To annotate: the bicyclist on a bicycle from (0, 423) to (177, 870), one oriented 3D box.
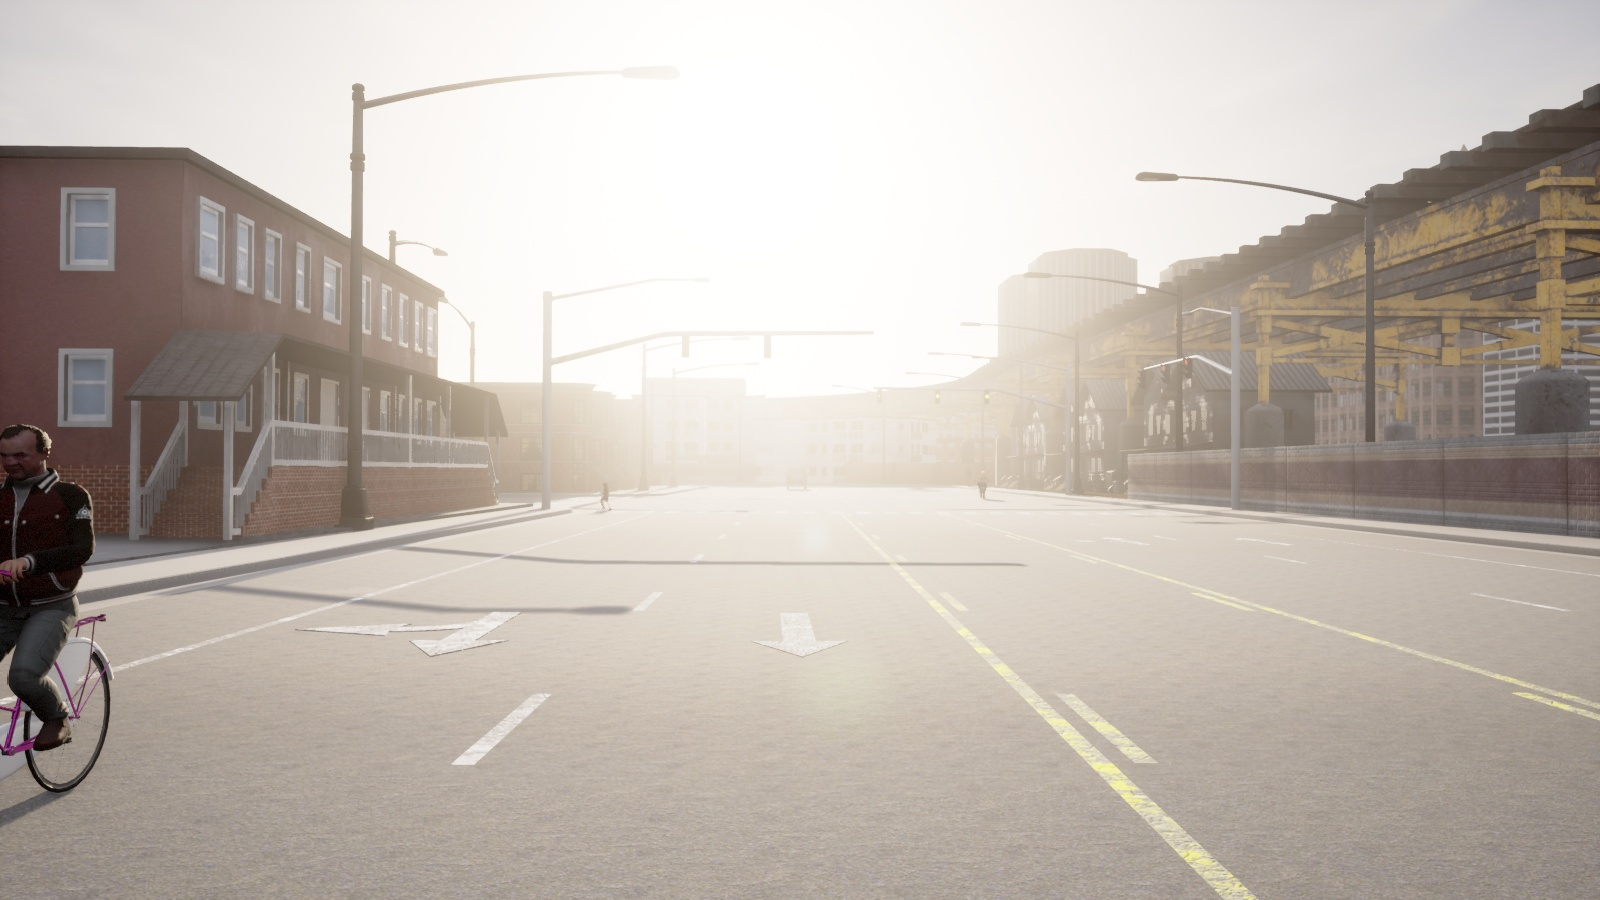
[{"bbox_3d":[-3.513,0.791,5.486,0.659,1.776,1.843,0,-1,0],"label":"bicyclist on a bicycle"}]
